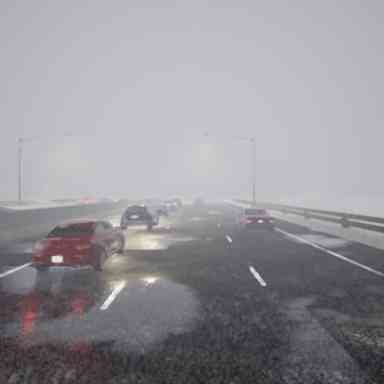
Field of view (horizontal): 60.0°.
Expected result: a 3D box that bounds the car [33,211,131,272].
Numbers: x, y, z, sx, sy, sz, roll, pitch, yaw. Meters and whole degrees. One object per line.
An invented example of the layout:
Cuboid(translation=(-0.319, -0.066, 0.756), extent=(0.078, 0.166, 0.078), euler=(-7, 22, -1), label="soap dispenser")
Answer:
Cuboid(translation=(-3.458, 1.579, 10.885), extent=(1.812, 1.442, 4.674), euler=(0, 0, 0), label="car")

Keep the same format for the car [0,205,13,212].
Cuboid(translation=(-13.929, 1.601, 22.325), extent=(2.128, 1.511, 4.902), euler=(0, 0, 1), label="car")

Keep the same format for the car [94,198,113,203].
Cuboid(translation=(-16.336, 1.834, 62.740), extent=(1.882, 1.535, 5.008), euler=(0, 0, 3), label="car")

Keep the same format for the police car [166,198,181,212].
Cuboid(translation=(-2.912, 1.750, 43.784), extent=(2.038, 1.542, 4.974), euler=(0, 0, 1), label="police car")

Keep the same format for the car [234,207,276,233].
Cuboid(translation=(3.743, 1.655, 20.508), extent=(2.033, 1.411, 5.357), euler=(0, 0, 1), label="car")

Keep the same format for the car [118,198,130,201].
Cuboid(translation=(-12.843, 1.836, 62.606), extent=(1.882, 1.535, 5.008), euler=(0, 0, 3), label="car")

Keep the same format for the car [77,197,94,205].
Cuboid(translation=(-19.847, 1.706, 62.526), extent=(2.097, 1.767, 4.553), euler=(0, 0, 2), label="car")

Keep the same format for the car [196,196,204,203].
Cuboid(translation=(2.094, 1.888, 84.505), extent=(1.837, 1.490, 4.892), euler=(0, 0, 3), label="car")

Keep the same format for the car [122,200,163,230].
Cuboid(translation=(-3.345, 1.542, 21.861), extent=(2.033, 1.649, 4.856), euler=(0, 0, 1), label="car")

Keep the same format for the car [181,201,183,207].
Cuboid(translation=(-2.591, 1.747, 54.748), extent=(2.033, 1.649, 4.856), euler=(0, 0, 2), label="car")

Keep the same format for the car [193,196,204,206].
Cuboid(translation=(1.205, 1.906, 63.827), extent=(1.812, 1.442, 4.674), euler=(0, 0, 2), label="car")

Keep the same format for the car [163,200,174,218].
Cuboid(translation=(-3.163, 1.777, 32.848), extent=(1.895, 1.301, 4.718), euler=(0, 0, 1), label="car")
